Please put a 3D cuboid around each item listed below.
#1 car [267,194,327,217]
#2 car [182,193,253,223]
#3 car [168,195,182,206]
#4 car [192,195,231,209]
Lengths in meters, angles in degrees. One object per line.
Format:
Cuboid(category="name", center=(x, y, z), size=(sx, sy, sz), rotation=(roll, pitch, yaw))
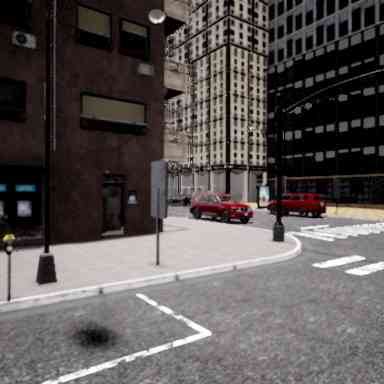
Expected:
Cuboid(category="car", center=(8.583, 1.045, 27.434), size=(2.192, 1.841, 5.009), rotation=(2, 0, -36))
Cuboid(category="car", center=(1.842, 1.019, 22.457), size=(2.192, 1.841, 5.009), rotation=(2, 0, -36))
Cuboid(category="car", center=(-1.210, 0.984, 40.895), size=(1.947, 1.339, 4.313), rotation=(2, 0, -36))
Cuboid(category="car", center=(2.053, 1.088, 36.408), size=(1.947, 1.339, 4.313), rotation=(2, 0, -36))
